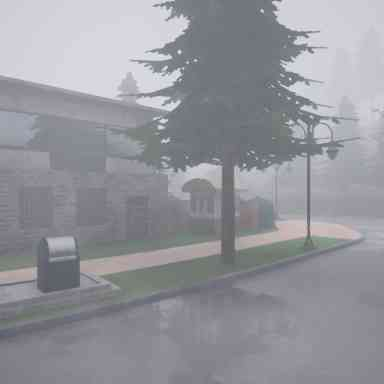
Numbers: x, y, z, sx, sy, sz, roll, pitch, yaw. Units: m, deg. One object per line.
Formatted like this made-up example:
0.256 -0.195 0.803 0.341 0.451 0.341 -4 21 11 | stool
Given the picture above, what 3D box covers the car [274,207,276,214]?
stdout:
4.880 1.444 28.961 4.718 1.301 1.895 0 0 43 | car
